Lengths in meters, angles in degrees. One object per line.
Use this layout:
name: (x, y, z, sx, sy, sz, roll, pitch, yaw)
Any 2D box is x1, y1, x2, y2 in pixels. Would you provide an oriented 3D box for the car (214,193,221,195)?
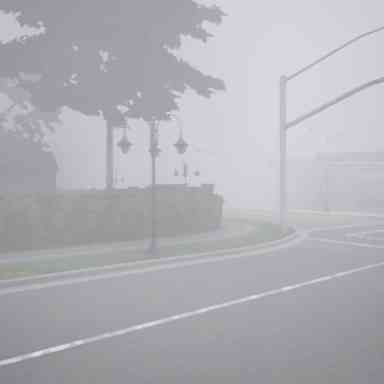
car: (3.219, 1.169, 60.947, 2.150, 2.045, 5.566, 0, 0, -35)

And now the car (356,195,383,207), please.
car: (25.357, 1.228, 46.300, 2.242, 1.667, 4.611, 0, 0, -35)
